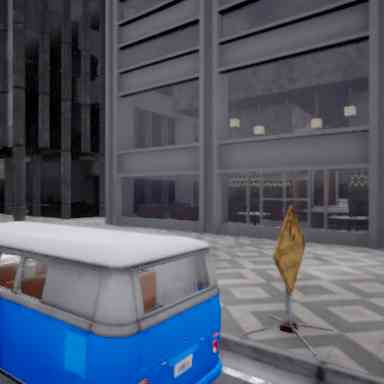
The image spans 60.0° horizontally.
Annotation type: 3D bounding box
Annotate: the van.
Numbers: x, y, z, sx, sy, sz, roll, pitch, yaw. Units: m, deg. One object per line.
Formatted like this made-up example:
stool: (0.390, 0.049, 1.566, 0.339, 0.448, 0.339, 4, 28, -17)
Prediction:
van: (-1.584, 1.330, 4.095, 3.998, 1.788, 1.690, 0, 0, 35)
